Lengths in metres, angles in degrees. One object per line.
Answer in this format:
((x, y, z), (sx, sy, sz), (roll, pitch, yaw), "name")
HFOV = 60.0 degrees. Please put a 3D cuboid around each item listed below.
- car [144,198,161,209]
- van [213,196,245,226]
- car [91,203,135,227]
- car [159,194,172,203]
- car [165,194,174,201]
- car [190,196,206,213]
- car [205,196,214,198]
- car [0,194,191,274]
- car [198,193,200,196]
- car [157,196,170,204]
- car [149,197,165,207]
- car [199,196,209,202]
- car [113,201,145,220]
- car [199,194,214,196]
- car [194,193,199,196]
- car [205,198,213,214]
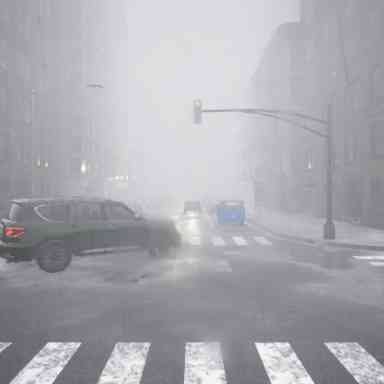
((-5.380, 1.519, 45.724), (1.752, 1.417, 4.829), (0, 0, 0), "car")
((2.641, 1.340, 23.174), (1.690, 1.788, 3.998), (0, 0, 0), "van")
((-5.384, 1.549, 23.166), (2.008, 1.369, 4.403), (0, 0, 0), "car")
((-5.376, 1.292, 68.621), (2.192, 1.841, 5.009), (0, 0, 0), "car")
((-5.374, 1.409, 79.985), (1.967, 1.590, 4.097), (0, 0, 0), "car")
((0.084, 1.489, 36.547), (2.128, 1.511, 4.902), (0, 0, 0), "car")
((2.645, 1.576, 45.899), (1.802, 1.307, 4.206), (0, 0, 0), "car")
((-3.058, 1.210, 10.756), (5.566, 2.045, 2.150), (0, 1, -35), "car")
((2.648, 1.422, 62.943), (1.967, 1.590, 4.097), (0, 0, 0), "car")
((-5.377, 1.547, 62.939), (1.947, 1.339, 4.313), (0, 0, 0), "car")
((-5.379, 1.556, 51.576), (1.947, 1.339, 4.313), (0, 0, 0), "car")
((2.650, 1.524, 74.305), (2.008, 1.369, 4.403), (0, 0, 0), "car")
((-5.383, 1.543, 28.848), (1.887, 1.381, 4.507), (0, 0, 0), "car")
((2.646, 1.305, 51.580), (2.192, 1.841, 5.009), (0, 0, 0), "car")
((0.114, 1.505, 66.456), (1.812, 1.442, 4.674), (0, 0, 0), "car")
((2.643, 1.580, 34.536), (1.802, 1.307, 4.206), (0, 0, 0), "car")
